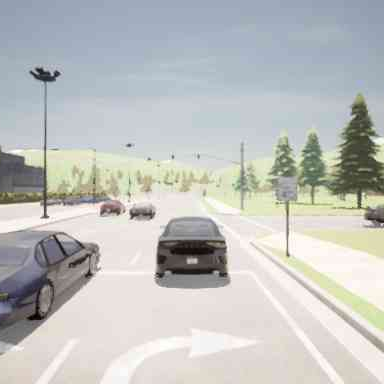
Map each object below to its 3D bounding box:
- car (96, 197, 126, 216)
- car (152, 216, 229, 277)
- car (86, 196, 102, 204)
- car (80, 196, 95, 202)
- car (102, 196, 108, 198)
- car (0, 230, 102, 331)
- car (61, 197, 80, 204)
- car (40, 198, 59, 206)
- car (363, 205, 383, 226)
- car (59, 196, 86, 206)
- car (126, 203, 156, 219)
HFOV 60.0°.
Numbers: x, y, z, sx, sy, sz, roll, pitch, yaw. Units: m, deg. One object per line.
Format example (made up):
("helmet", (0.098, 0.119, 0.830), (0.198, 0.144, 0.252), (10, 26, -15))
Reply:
("car", (-7.795, 1.522, 32.975), (1.812, 1.442, 4.674), (0, 0, -1))
("car", (-0.016, 1.476, 10.294), (1.882, 1.535, 5.008), (0, 0, 0))
("car", (-19.507, 1.473, 63.893), (1.882, 1.535, 5.008), (0, 0, 0))
("car", (-22.967, 1.547, 73.178), (1.994, 1.385, 4.181), (0, 0, 0))
("car", (-19.464, 1.546, 73.961), (1.994, 1.385, 4.181), (0, 0, 0))
("car", (-3.489, 1.547, 7.169), (2.033, 1.411, 5.357), (0, 0, -1))
("car", (-23.009, 1.597, 63.276), (1.895, 1.301, 4.718), (0, 0, 0))
("car", (-23.047, 1.598, 54.383), (1.895, 1.301, 4.718), (0, 0, 0))
("car", (13.585, 1.484, 21.204), (4.902, 1.511, 2.128), (0, 0, 2))
("car", (-19.547, 1.502, 54.436), (1.837, 1.490, 4.892), (0, 0, 0))
("car", (-4.181, 1.597, 28.919), (1.895, 1.301, 4.718), (0, 0, -2))
